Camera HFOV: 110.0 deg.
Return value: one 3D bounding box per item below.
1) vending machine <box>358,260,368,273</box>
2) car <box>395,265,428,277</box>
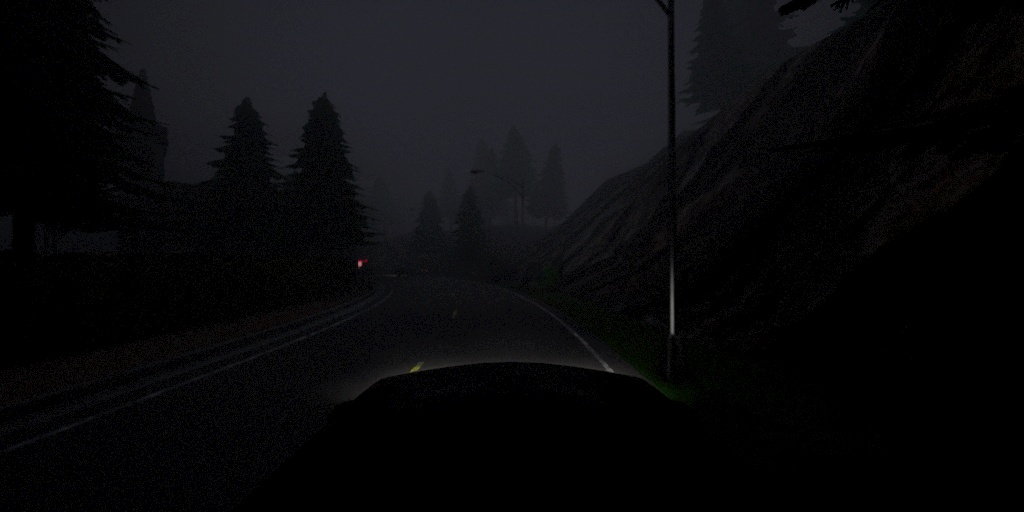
[{"bbox_3d":[-21.947,1.503,52.905,0.880,2.100,1.100,0,0,19],"label":"vending machine"},{"bbox_3d":[-11.883,1.740,42.278,2.033,1.411,5.357,1,-1,-43],"label":"car"}]
